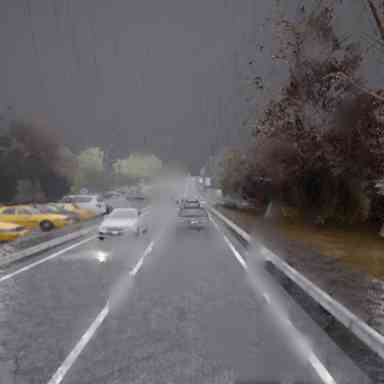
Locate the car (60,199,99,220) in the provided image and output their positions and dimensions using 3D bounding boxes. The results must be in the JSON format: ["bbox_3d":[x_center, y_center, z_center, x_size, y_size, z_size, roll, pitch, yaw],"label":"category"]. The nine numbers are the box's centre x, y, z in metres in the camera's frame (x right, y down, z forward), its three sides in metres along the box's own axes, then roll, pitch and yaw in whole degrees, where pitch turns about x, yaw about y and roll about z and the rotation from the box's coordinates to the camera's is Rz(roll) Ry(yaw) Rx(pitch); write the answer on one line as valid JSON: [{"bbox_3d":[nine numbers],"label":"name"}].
[{"bbox_3d":[-10.344,1.550,25.622,5.366,1.575,1.946,0,0,0],"label":"car"}]

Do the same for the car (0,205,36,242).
[{"bbox_3d":[-10.010,1.485,14.396,5.366,1.575,1.946,0,0,0],"label":"car"}]

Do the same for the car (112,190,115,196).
[{"bbox_3d":[-23.282,0.769,85.928,5.008,1.535,2.097,0,1,0],"label":"car"}]

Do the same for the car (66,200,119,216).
[{"bbox_3d":[-10.102,1.633,33.950,4.792,1.488,2.163,0,0,0],"label":"car"}]

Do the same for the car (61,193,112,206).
[{"bbox_3d":[-10.178,1.319,28.400,5.566,2.045,2.435,0,0,0],"label":"car"}]

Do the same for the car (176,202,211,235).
[{"bbox_3d":[0.074,1.540,18.747,2.033,1.411,5.357,0,0,0],"label":"car"}]

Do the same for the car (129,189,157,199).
[{"bbox_3d":[-10.306,0.862,69.334,4.553,1.767,2.185,0,0,0],"label":"car"}]

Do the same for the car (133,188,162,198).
[{"bbox_3d":[-10.281,0.704,74.905,5.566,2.045,2.435,0,1,0],"label":"car"}]

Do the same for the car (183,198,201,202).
[{"bbox_3d":[-0.010,1.505,39.522,2.128,1.511,4.902,0,0,0],"label":"car"}]

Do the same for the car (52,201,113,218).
[{"bbox_3d":[-10.146,1.586,31.174,5.008,1.535,2.097,0,0,0],"label":"car"}]

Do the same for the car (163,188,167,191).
[{"bbox_3d":[-10.204,0.404,94.412,4.553,1.767,2.185,0,2,0],"label":"car"}]

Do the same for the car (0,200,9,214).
[{"bbox_3d":[-23.197,1.617,36.640,5.008,1.535,2.097,0,0,0],"label":"car"}]

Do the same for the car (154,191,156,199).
[{"bbox_3d":[-10.316,1.022,66.548,4.792,1.488,2.163,0,0,0],"label":"car"}]

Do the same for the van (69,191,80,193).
[{"bbox_3d":[-23.251,0.770,63.734,4.442,1.987,1.878,1,0,0],"label":"van"}]

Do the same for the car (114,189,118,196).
[{"bbox_3d":[-23.269,0.696,88.845,4.892,1.521,2.231,0,1,0],"label":"car"}]

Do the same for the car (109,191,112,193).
[{"bbox_3d":[-23.294,0.831,83.139,5.008,1.535,2.097,0,1,0],"label":"car"}]

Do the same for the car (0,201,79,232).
[{"bbox_3d":[-9.991,1.517,20.069,5.366,1.575,1.946,0,0,0],"label":"car"}]

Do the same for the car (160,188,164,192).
[{"bbox_3d":[-10.176,0.642,86.053,4.553,1.767,2.185,0,1,0],"label":"car"}]

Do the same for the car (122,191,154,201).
[{"bbox_3d":[-10.269,1.026,63.764,4.792,1.488,2.163,0,0,0],"label":"car"}]

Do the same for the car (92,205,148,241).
[{"bbox_3d":[-3.371,1.518,16.896,1.812,1.442,4.674,0,0,0],"label":"car"}]

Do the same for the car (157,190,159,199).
[{"bbox_3d":[-10.259,0.976,72.113,5.008,1.535,2.097,0,1,0],"label":"car"}]

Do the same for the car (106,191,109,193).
[{"bbox_3d":[-23.281,0.914,80.348,4.792,1.488,2.163,0,1,0],"label":"car"}]

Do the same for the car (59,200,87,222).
[{"bbox_3d":[-10.174,1.538,22.845,4.892,1.521,2.231,0,0,0],"label":"car"}]

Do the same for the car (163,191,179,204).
[{"bbox_3d":[-3.458,1.119,58.648,2.097,1.767,4.553,0,1,0],"label":"car"}]

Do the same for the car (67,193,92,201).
[{"bbox_3d":[-23.358,1.026,69.193,4.674,1.452,2.002,0,0,0],"label":"car"}]
